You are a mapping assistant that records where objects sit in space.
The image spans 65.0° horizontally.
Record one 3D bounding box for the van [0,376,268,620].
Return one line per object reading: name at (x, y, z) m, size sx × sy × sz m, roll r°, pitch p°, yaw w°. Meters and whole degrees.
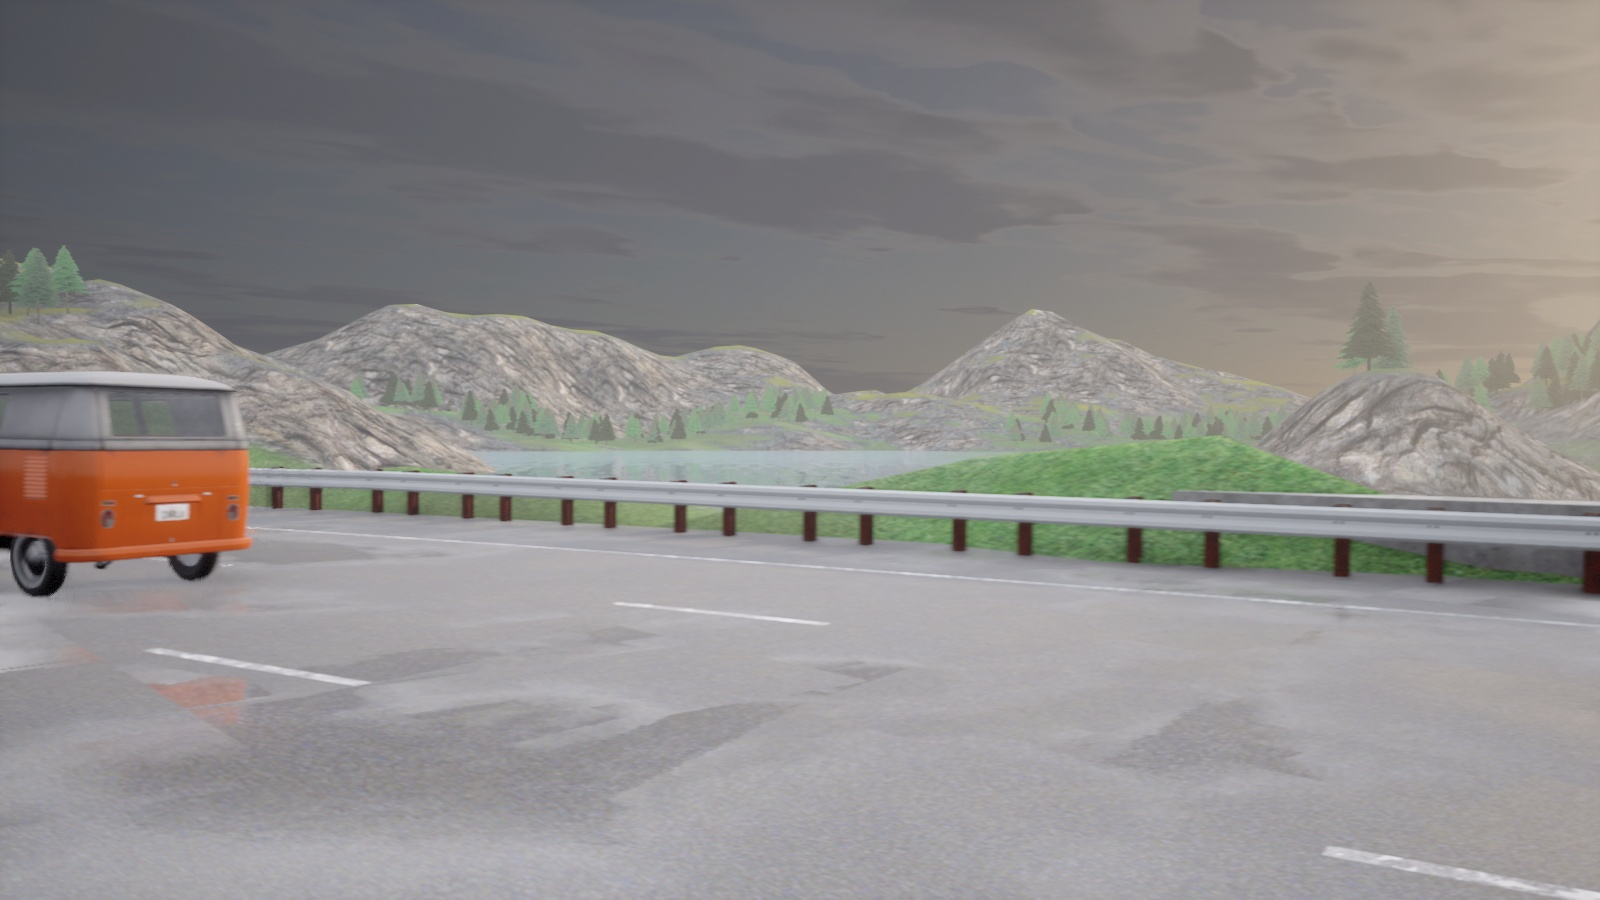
van at (-7.369, 0.384, 12.096) m, size 4.442 × 1.987 × 1.775 m, roll 0°, pitch 1°, yaw 29°
